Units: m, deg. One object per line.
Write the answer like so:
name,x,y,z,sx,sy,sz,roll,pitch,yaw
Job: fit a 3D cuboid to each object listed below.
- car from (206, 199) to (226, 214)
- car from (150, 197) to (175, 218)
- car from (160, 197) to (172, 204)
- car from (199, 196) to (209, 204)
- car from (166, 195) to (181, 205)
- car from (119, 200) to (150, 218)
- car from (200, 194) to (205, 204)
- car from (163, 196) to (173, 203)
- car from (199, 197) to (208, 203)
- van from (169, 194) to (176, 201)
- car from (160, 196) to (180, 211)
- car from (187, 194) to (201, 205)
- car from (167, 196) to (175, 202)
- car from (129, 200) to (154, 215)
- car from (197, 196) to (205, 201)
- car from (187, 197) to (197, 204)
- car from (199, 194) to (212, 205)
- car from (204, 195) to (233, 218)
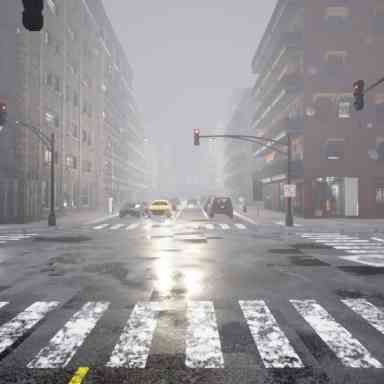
car,2.549,1.540,35.876,1.752,1.417,4.829,1,0,0
car,-2.875,1.489,30.600,1.882,1.535,5.008,0,0,0
car,-5.365,1.666,69.026,2.008,1.369,4.403,1,0,0
car,2.516,1.556,69.069,1.967,1.590,4.097,1,0,0
car,-2.871,1.562,55.809,1.837,1.490,4.892,0,0,0
car,-5.326,1.577,30.093,1.947,1.339,4.313,1,0,0
car,2.547,1.335,41.271,2.192,1.841,5.009,1,0,0
car,-5.370,1.670,74.418,1.752,1.417,4.829,1,0,0
car,2.509,1.728,74.629,1.802,1.307,4.206,1,0,0
van,-5.383,1.588,91.282,1.690,1.788,3.998,1,0,0
car,-2.884,1.583,40.582,1.994,1.385,4.181,0,0,0
car,0.046,1.564,60.107,2.128,1.511,4.902,0,0,0
car,-5.381,1.763,85.717,2.008,1.369,4.403,1,0,0
car,-5.331,1.580,35.654,1.947,1.339,4.313,1,0,0
car,2.493,1.813,91.320,1.947,1.339,4.313,1,0,0
car,-0.001,1.684,70.341,1.994,1.385,4.181,0,0,0
car,2.523,1.402,63.505,2.192,1.841,5.009,1,0,0
car,2.558,1.326,30.147,2.192,1.841,5.009,1,0,0
